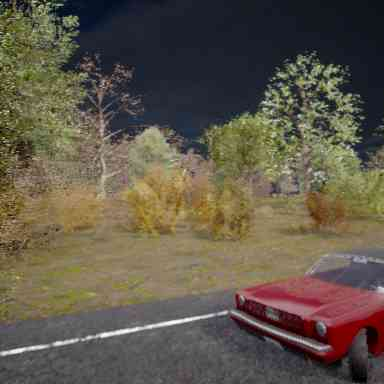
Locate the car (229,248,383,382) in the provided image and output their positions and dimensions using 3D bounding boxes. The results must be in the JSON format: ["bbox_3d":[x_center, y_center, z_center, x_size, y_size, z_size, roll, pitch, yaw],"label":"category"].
[{"bbox_3d":[2.961,1.718,5.681,4.718,1.301,1.895,0,-2,-32],"label":"car"}]
